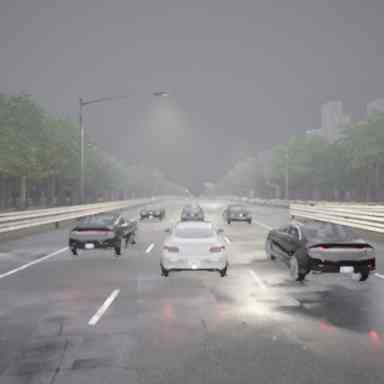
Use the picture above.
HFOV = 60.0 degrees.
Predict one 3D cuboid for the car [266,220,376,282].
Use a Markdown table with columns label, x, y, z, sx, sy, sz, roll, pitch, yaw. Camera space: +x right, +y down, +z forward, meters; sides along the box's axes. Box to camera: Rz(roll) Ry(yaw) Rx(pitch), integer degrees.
| label | x | y | z | sx | sy | sz | roll | pitch | yaw |
| --- | --- | --- | --- | --- | --- | --- | --- | --- | --- |
| car | 3.560 | 1.586 | 10.059 | 2.128 | 1.511 | 4.902 | 0 | 0 | 0 |

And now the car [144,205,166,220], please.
| label | x | y | z | sx | sy | sz | roll | pitch | yaw |
| --- | --- | --- | --- | --- | --- | --- | --- | --- | --- |
| car | -3.447 | 1.823 | 30.231 | 1.895 | 1.301 | 4.718 | 0 | 0 | 0 |

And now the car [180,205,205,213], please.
| label | x | y | z | sx | sy | sz | roll | pitch | yaw |
| --- | --- | --- | --- | --- | --- | --- | --- | --- | --- |
| car | 0.048 | 1.754 | 26.611 | 2.033 | 1.411 | 5.357 | 0 | 0 | 0 |

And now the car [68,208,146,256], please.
| label | x | y | z | sx | sy | sz | roll | pitch | yaw |
| --- | --- | --- | --- | --- | --- | --- | --- | --- | --- |
| car | -3.435 | 1.615 | 13.619 | 2.128 | 1.511 | 4.902 | 0 | 0 | 0 |

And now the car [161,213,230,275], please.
| label | x | y | z | sx | sy | sz | roll | pitch | yaw |
| --- | --- | --- | --- | --- | --- | --- | --- | --- | --- |
| car | 0.064 | 1.624 | 10.632 | 1.812 | 1.442 | 4.674 | 0 | 0 | 0 |

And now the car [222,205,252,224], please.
| label | x | y | z | sx | sy | sz | roll | pitch | yaw |
| --- | --- | --- | --- | --- | --- | --- | --- | --- | --- |
| car | 3.548 | 1.754 | 26.592 | 2.033 | 1.411 | 5.357 | 0 | 0 | 0 |
